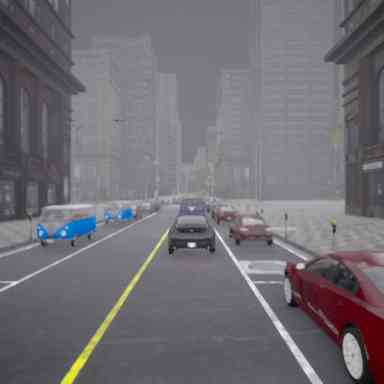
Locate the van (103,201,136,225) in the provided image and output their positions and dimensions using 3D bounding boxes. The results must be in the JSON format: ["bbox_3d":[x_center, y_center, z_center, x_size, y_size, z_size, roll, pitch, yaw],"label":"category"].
[{"bbox_3d":[-5.775,1.598,26.213,1.690,1.788,3.998,0,-1,0],"label":"van"}]

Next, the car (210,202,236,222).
[{"bbox_3d":[2.749,1.808,26.879,1.887,1.381,4.507,0,-1,0],"label":"car"}]

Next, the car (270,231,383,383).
[{"bbox_3d":[2.761,1.596,5.283,1.887,1.381,4.507,0,-1,0],"label":"car"}]

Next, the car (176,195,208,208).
[{"bbox_3d":[-0.016,1.501,29.011,2.150,2.045,5.566,0,0,0],"label":"car"}]

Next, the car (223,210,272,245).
[{"bbox_3d":[2.755,1.739,16.081,1.802,1.307,4.206,0,-1,0],"label":"car"}]

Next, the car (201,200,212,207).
[{"bbox_3d":[2.730,2.169,64.677,1.947,1.339,4.313,0,0,0],"label":"car"}]

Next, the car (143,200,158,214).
[{"bbox_3d":[-5.784,1.995,42.113,1.802,1.307,4.206,0,-1,0],"label":"car"}]

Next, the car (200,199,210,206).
[{"bbox_3d":[2.727,2.220,72.043,1.947,1.339,4.313,0,0,0],"label":"car"}]

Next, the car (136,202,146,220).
[{"bbox_3d":[-5.778,1.891,31.512,1.802,1.307,4.206,0,-1,0],"label":"car"}]

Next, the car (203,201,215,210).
[{"bbox_3d":[2.735,2.101,53.876,1.802,1.307,4.206,0,0,0],"label":"car"}]

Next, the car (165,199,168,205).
[{"bbox_3d":[-7.533,2.001,66.120,4.403,1.369,2.008,-1,0,-9],"label":"car"}]

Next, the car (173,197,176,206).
[{"bbox_3d":[-3.039,2.198,70.968,1.994,1.385,4.181,0,0,0],"label":"car"}]

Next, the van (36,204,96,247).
[{"bbox_3d":[-5.770,1.493,15.613,1.690,1.788,3.998,0,-1,0],"label":"van"}]

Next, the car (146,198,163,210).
[{"bbox_3d":[-5.787,1.778,47.416,2.192,1.841,5.009,0,-1,0],"label":"car"}]

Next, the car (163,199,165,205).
[{"bbox_3d":[-5.789,1.949,52.716,1.967,1.590,4.097,0,0,0],"label":"car"}]

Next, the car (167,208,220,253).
[{"bbox_3d":[-0.005,1.647,14.308,1.837,1.490,4.892,0,0,0],"label":"car"}]

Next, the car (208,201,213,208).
[{"bbox_3d":[2.746,1.883,32.278,1.947,1.339,4.313,0,-1,0],"label":"car"}]
